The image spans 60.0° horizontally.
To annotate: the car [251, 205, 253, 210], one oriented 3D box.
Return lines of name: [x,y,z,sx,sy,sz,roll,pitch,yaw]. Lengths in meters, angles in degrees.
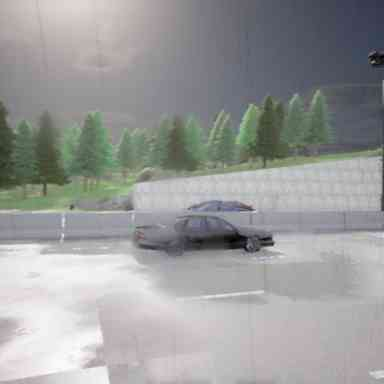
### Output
car: [3.522,1.598,32.398,5.008,1.535,1.882,1,0,-19]

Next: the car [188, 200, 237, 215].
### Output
car: [2.148,1.616,35.723,4.892,1.490,1.837,1,0,-17]

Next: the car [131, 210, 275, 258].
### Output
car: [0.431,1.580,12.649,5.357,1.411,2.033,1,0,-19]

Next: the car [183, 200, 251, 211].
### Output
car: [1.443,1.551,24.297,5.008,1.535,1.882,1,0,-19]
